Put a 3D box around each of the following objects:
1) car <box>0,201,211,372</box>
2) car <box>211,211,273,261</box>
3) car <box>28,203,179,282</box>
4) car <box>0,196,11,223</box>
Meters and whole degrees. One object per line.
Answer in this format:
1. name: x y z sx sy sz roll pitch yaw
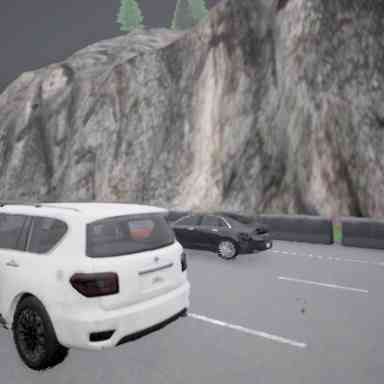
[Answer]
1. car: -2.635 1.196 5.871 5.566 2.045 2.150 0 0 36
2. car: 0.507 1.474 12.228 4.892 1.490 1.837 0 0 36
3. car: -2.841 1.312 10.316 4.553 1.767 2.097 0 0 36
4. car: -14.846 1.147 23.181 4.553 1.767 2.097 1 1 36
